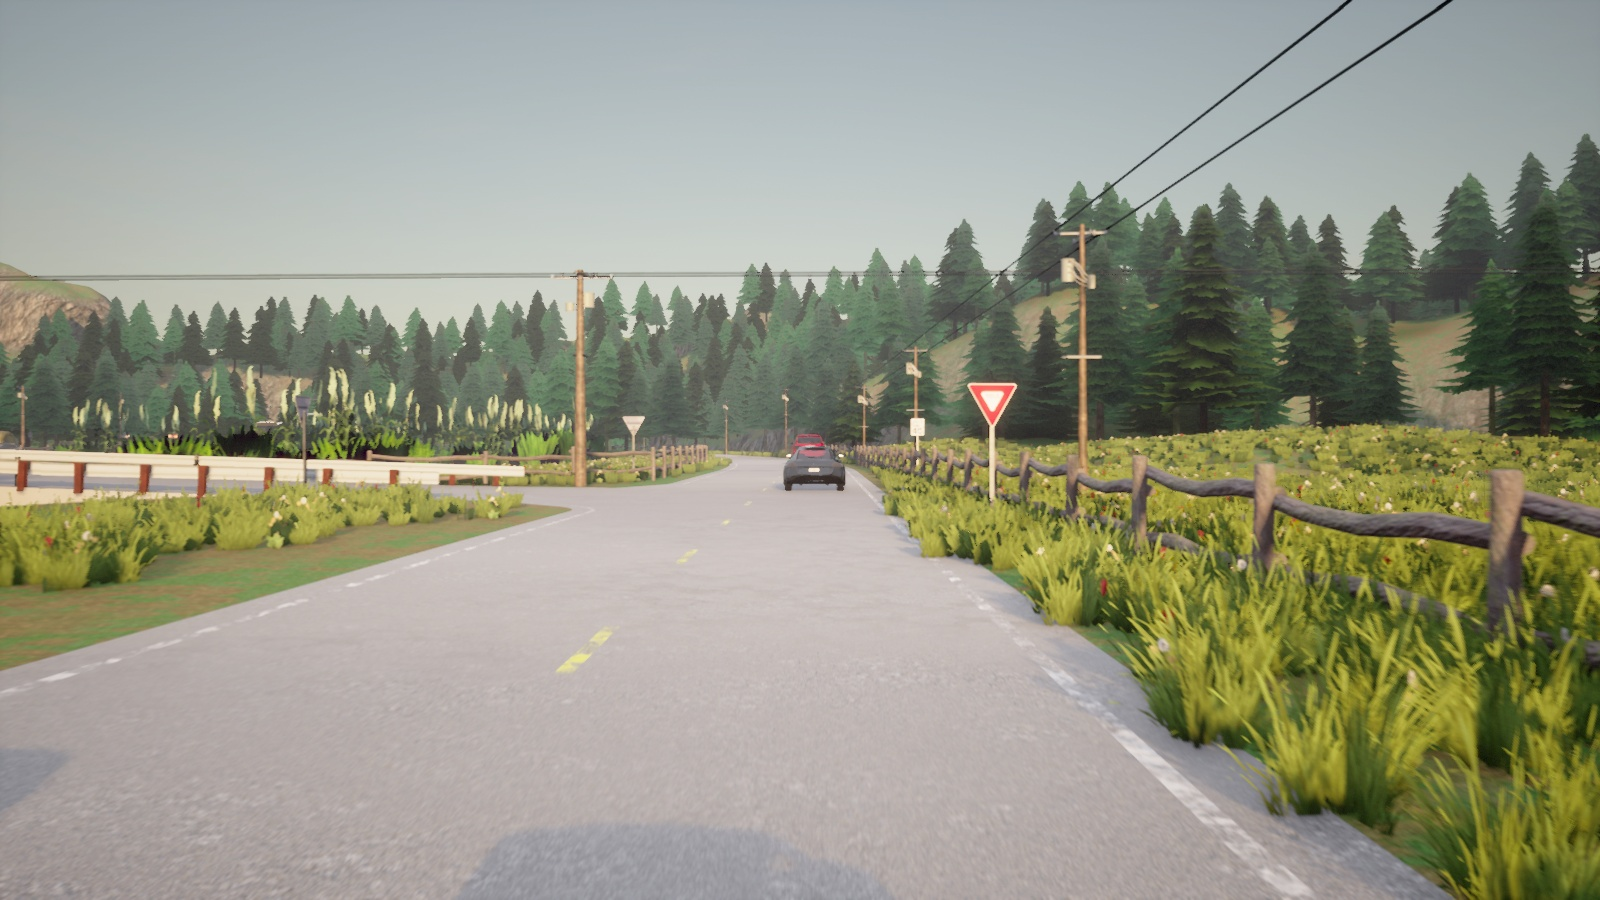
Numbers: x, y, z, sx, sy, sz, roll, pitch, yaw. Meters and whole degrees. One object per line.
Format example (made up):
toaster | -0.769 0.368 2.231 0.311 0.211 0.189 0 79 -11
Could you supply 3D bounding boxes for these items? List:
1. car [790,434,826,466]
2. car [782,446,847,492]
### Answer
car | 0.517 -0.012 84.847 2.150 2.045 5.566 0 0 -3
car | 0.485 0.580 40.953 1.994 1.385 4.181 0 0 1
